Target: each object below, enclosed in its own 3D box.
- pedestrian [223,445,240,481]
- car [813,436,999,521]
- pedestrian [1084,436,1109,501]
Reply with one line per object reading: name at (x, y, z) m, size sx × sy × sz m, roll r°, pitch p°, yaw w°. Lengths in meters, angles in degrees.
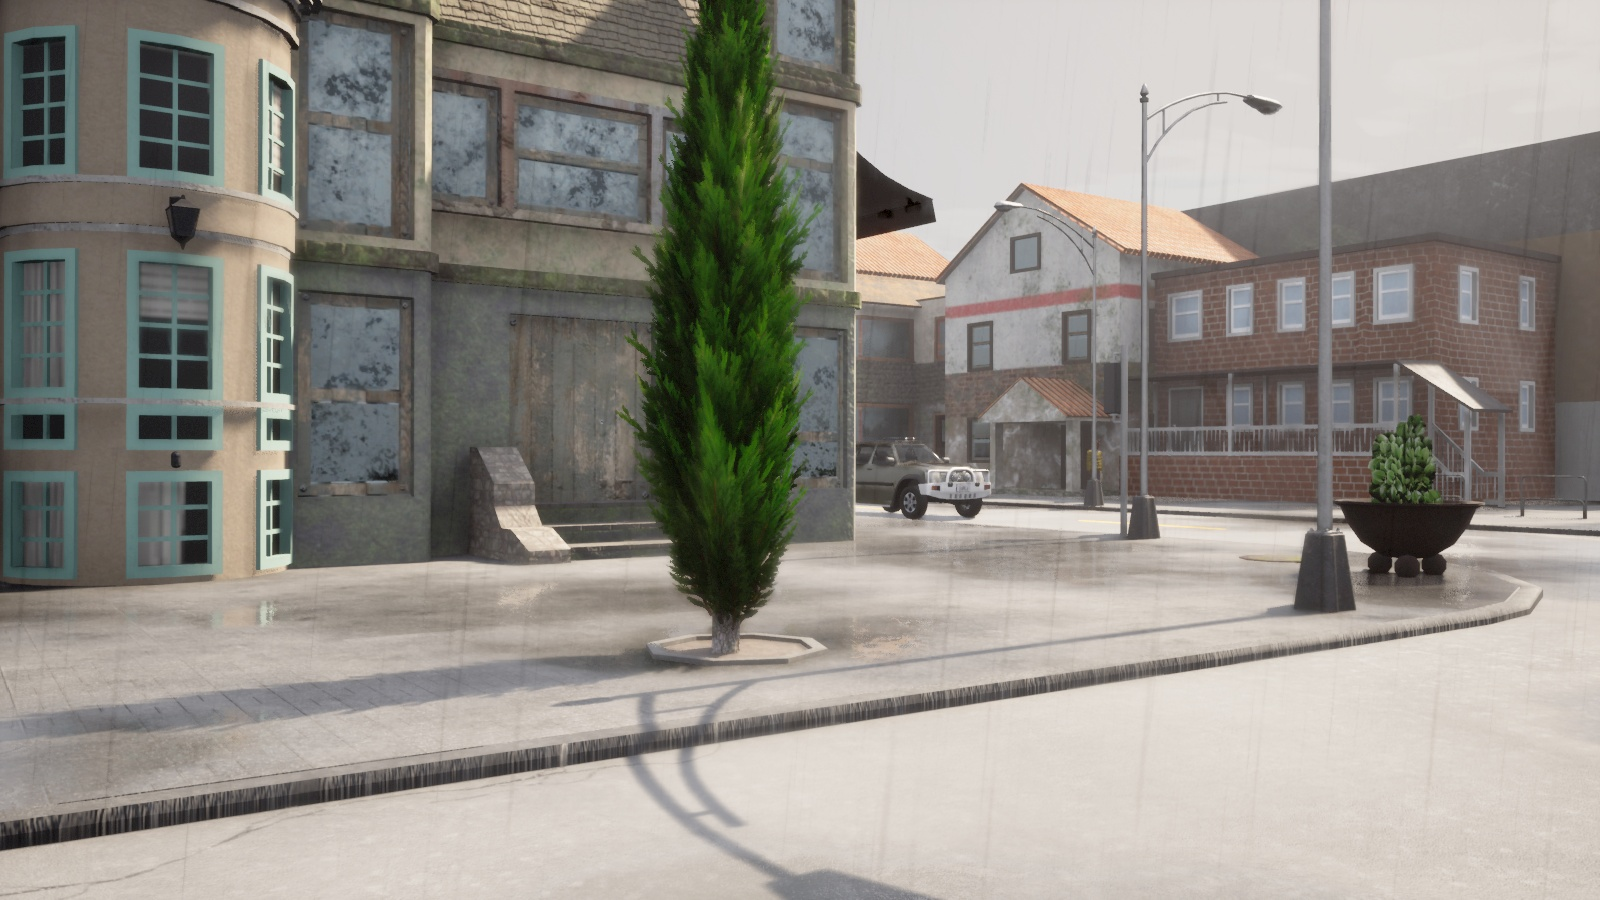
pedestrian at (-29.875, 0.675, 65.974) m, size 0.634 × 1.844 × 0.899 m, roll 0°, pitch 0°, yaw -37°
car at (2.406, 0.629, 29.817) m, size 1.932 × 1.855 × 4.605 m, roll 0°, pitch 0°, yaw -34°
pedestrian at (8.516, 0.525, 36.076) m, size 0.431 × 1.840 × 0.709 m, roll 0°, pitch 0°, yaw -14°
